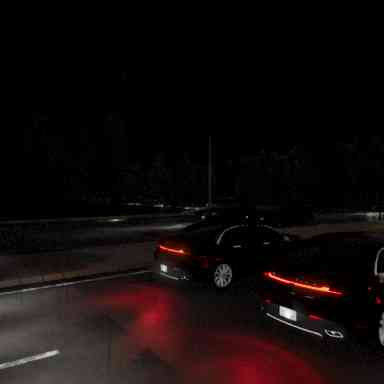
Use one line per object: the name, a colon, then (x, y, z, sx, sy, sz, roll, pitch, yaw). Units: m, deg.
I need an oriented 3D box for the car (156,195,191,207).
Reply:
car: (-2.869, 1.547, 50.104, 2.033, 1.411, 5.357, 0, 0, -35)

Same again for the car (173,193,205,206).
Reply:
car: (-0.105, 1.221, 52.242, 2.150, 2.045, 5.566, 0, 0, -36)

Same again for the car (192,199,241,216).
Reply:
car: (2.788, 1.492, 24.367, 4.902, 1.511, 2.128, 0, 0, -35)

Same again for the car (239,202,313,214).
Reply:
car: (5.994, 1.547, 22.355, 5.357, 1.411, 2.033, 0, 0, -35)

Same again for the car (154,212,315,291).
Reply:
car: (1.336, 1.505, 9.049, 4.892, 1.490, 1.837, 0, 0, -35)

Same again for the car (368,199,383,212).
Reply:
car: (21.722, 1.492, 37.506, 4.902, 1.511, 2.128, 0, 0, -35)

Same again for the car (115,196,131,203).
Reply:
car: (-14.131, 1.491, 66.311, 2.128, 1.511, 4.902, 0, 0, -35)

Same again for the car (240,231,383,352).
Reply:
car: (3.368, 1.505, 6.200, 4.892, 1.490, 1.837, 0, 0, -35)

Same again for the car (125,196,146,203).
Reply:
car: (-11.764, 1.540, 69.062, 2.033, 1.411, 5.357, 0, 0, -35)

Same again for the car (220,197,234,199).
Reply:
car: (6.124, 1.526, 55.603, 1.812, 1.442, 4.674, 0, 0, -35)

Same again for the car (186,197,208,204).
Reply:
car: (0.910, 1.601, 63.065, 1.895, 1.301, 4.718, 0, 0, -35)

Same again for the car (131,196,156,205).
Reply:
car: (-8.360, 1.601, 57.968, 1.895, 1.301, 4.718, 0, 0, -35)
